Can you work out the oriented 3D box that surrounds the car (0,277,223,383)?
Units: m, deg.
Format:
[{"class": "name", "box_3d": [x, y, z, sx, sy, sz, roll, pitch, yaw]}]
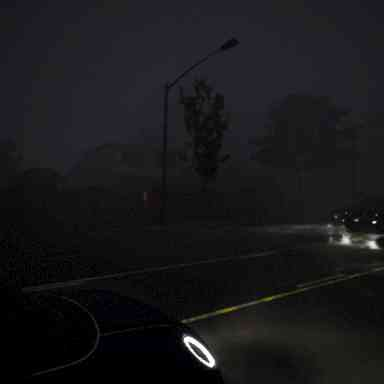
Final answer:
[{"class": "car", "box_3d": [-1.918, 1.353, 2.377, 4.553, 1.767, 2.097, 0, 0, -35]}]

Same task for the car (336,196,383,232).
[{"class": "car", "box_3d": [11.846, 1.300, 21.025, 5.566, 2.045, 2.150, 0, 0, -35]}]

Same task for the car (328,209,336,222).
[{"class": "car", "box_3d": [12.563, 1.582, 25.831, 4.902, 1.511, 2.128, 0, 0, -35]}]
